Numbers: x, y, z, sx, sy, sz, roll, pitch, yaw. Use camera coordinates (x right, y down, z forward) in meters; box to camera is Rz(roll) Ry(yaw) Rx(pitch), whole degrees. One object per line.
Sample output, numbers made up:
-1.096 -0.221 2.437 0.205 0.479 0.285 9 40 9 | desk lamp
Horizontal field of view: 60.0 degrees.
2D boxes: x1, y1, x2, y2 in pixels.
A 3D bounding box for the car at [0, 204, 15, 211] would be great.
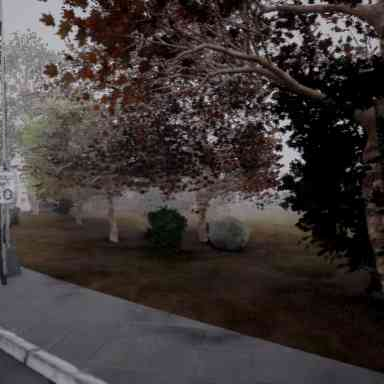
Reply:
-27.877 2.612 48.304 2.150 2.045 5.566 -4 -5 6 | car
